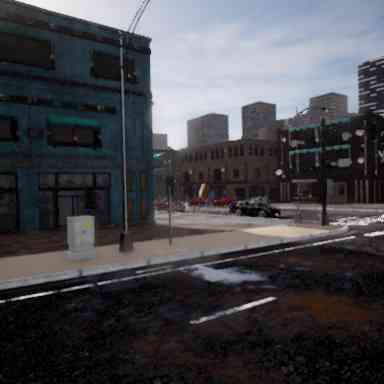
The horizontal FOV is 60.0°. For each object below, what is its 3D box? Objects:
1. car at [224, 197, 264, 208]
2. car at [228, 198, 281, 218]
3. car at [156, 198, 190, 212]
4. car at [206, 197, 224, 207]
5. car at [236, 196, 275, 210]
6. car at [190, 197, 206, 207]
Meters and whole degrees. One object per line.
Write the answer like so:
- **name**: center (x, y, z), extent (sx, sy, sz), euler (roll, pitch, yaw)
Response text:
- **car**: center (5.503, 1.391, 32.485), extent (1.994, 1.385, 4.181), euler (-2, 1, -35)
- **car**: center (5.404, 1.430, 27.931), extent (1.947, 1.339, 4.313), euler (-3, 1, -35)
- **car**: center (-2.541, 1.459, 39.310), extent (1.967, 1.590, 4.097), euler (-3, 1, -35)
- **car**: center (4.290, 1.360, 44.169), extent (1.802, 1.307, 4.206), euler (-3, 1, -35)
- **car**: center (7.496, 1.265, 39.656), extent (2.008, 1.369, 4.403), euler (-3, 1, -35)
- **car**: center (1.085, 1.422, 48.680), extent (1.802, 1.307, 4.206), euler (-3, 1, -35)
